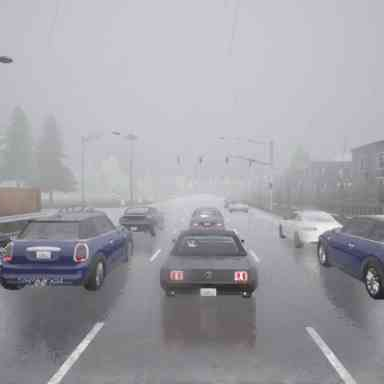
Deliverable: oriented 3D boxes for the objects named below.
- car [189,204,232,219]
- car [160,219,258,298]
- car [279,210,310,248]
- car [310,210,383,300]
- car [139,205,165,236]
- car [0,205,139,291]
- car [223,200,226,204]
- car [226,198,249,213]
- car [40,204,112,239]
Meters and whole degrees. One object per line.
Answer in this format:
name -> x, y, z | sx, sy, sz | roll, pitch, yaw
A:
car -> 0.816, 1.547, 18.067 | 2.033, 1.411, 5.357 | 0, 0, 2
car -> 0.411, 1.601, 8.484 | 1.895, 1.301, 4.718 | 0, 0, 2
car -> 5.122, 1.526, 14.546 | 1.812, 1.442, 4.674 | 0, 0, 2
car -> 4.866, 1.351, 8.522 | 2.097, 1.767, 4.553 | 0, 0, 2
car -> -2.677, 1.505, 18.269 | 1.837, 1.490, 4.892 | 0, 0, 2
car -> -3.063, 1.353, 9.183 | 2.097, 1.767, 4.553 | 0, 0, 2
car -> 5.420, 1.547, 46.420 | 2.033, 1.411, 5.357 | 0, 0, 2
car -> 5.047, 1.601, 36.529 | 1.895, 1.301, 4.718 | 0, 0, 3
car -> -6.172, 1.491, 18.474 | 2.128, 1.511, 4.902 | 0, 0, 2
